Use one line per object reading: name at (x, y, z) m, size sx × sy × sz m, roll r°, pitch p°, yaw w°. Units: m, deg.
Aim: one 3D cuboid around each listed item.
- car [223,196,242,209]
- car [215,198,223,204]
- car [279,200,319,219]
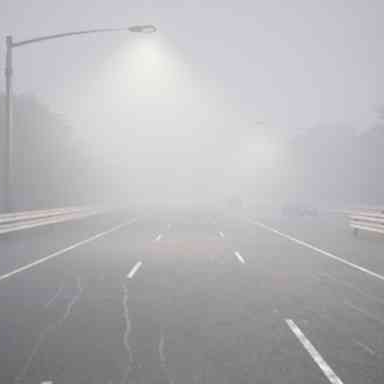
car at (7.011, 1.642, 55.859) m, size 2.150 × 2.045 × 5.566 m, roll 0°, pitch 0°, yaw -2°
car at (7.005, 2.188, 85.134) m, size 1.882 × 1.535 × 5.008 m, roll 0°, pitch -1°, yaw 0°
car at (10.610, 1.649, 33.239) m, size 2.097 × 1.767 × 4.553 m, roll 1°, pitch 0°, yaw -15°
